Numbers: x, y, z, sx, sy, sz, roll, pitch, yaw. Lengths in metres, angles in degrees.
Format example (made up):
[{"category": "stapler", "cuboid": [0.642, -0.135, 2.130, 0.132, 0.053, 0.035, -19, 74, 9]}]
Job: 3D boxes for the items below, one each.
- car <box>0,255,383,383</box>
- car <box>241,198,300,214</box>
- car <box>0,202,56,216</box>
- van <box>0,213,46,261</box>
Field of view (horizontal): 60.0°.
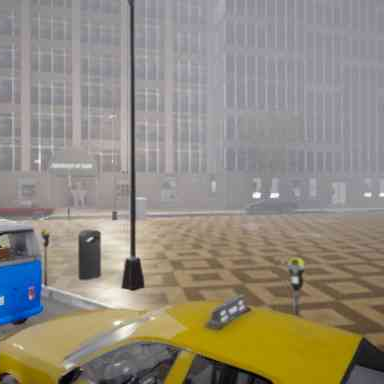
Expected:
[{"category": "car", "cuboid": [0.061, 1.524, 2.684, 4.829, 1.417, 1.752, 0, 0, 36]}, {"category": "car", "cuboid": [7.318, 1.263, 31.149, 5.357, 1.411, 2.033, 0, 0, -14]}, {"category": "car", "cuboid": [-13.297, 1.458, 26.057, 4.718, 1.301, 1.895, 0, 0, -14]}, {"category": "van", "cuboid": [-4.304, 1.334, 5.800, 3.998, 1.788, 1.690, 0, 0, 36]}]
